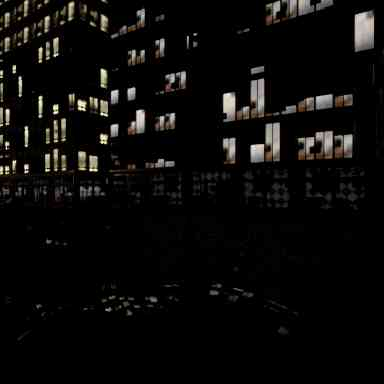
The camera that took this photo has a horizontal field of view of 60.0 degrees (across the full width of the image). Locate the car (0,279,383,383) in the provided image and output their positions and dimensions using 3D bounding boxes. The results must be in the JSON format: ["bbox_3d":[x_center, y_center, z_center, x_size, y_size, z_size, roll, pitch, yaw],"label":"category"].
[{"bbox_3d":[-0.441,1.566,3.184,4.313,1.339,1.947,0,0,36],"label":"car"}]
